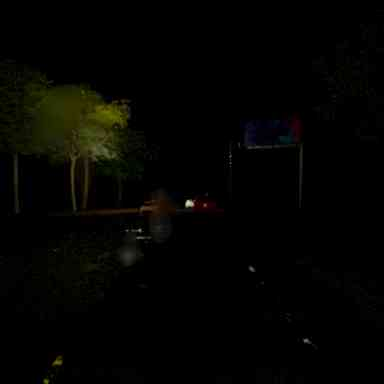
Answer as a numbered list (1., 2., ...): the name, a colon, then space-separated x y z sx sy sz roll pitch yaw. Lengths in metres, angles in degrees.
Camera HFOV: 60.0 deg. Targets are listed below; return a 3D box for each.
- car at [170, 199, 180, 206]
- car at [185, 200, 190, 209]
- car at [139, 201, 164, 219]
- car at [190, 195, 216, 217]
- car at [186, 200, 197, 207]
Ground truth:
1. car: -3.598 2.256 70.910 1.882 1.535 5.008 0 -1 0
2. car: -0.071 1.930 51.472 1.812 1.442 4.674 0 -1 0
3. car: -3.639 1.567 30.358 1.882 1.535 5.008 0 -1 0
4. car: 1.180 1.335 32.569 2.150 2.045 5.566 0 -1 0
5. car: -0.093 2.303 67.407 1.994 1.385 4.181 0 -1 0
